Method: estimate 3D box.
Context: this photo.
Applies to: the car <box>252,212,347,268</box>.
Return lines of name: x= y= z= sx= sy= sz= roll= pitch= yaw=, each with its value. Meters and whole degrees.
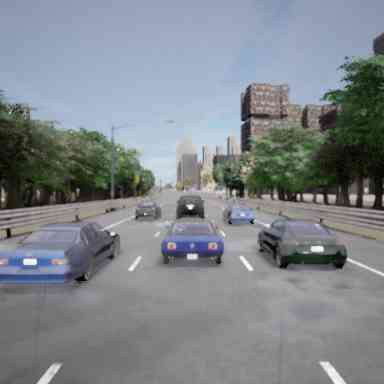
car: x=3.516 y=1.571 z=11.326 sx=1.994 sy=1.385 sz=4.181 roll=0 pitch=0 yaw=0

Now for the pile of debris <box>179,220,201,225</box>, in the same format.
pile of debris: x=-0.151 y=2.198 z=24.023 sx=1.500 sy=0.140 sz=1.860 roll=0 pitch=0 yaw=-1

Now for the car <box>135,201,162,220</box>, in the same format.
car: x=-3.641 y=1.521 z=28.380 sx=2.128 sy=1.511 sz=4.902 roll=0 pitch=0 yaw=0

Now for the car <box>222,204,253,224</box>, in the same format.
car: x=3.382 y=1.570 z=24.736 sx=2.033 sy=1.411 sz=5.357 roll=0 pitch=0 yaw=0

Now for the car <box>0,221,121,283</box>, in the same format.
car: x=-3.485 y=1.555 z=9.682 sx=2.033 sy=1.411 sz=5.357 roll=0 pitch=0 yaw=0

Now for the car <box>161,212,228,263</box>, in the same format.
car: x=0.017 y=1.610 z=11.948 sx=1.895 sy=1.301 sz=4.718 roll=0 pitch=0 yaw=0

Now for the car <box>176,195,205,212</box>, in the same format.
car: x=-0.131 y=1.251 z=27.256 sx=2.150 sy=2.045 sz=5.566 roll=0 pitch=0 yaw=0
